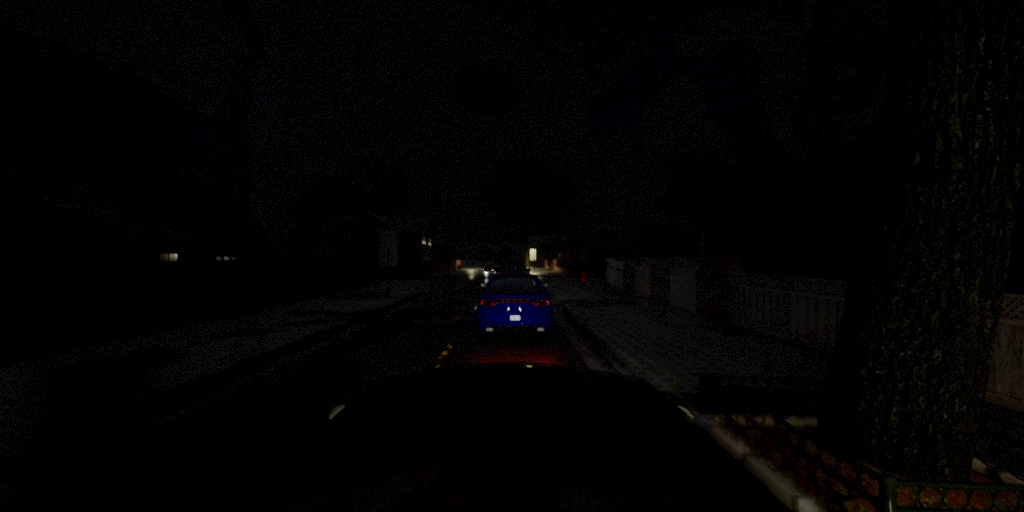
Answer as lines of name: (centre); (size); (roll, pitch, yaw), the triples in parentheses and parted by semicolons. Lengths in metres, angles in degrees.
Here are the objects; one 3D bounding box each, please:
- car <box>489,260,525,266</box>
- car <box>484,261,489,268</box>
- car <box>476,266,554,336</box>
car: (0.027, 1.127, 20.608); (2.097, 1.767, 4.553); (0, 0, 0)
car: (-2.887, 1.456, 51.211); (1.812, 1.442, 4.674); (0, 0, 0)
car: (0.072, 1.232, 10.510); (1.882, 1.535, 5.008); (0, 0, 0)
